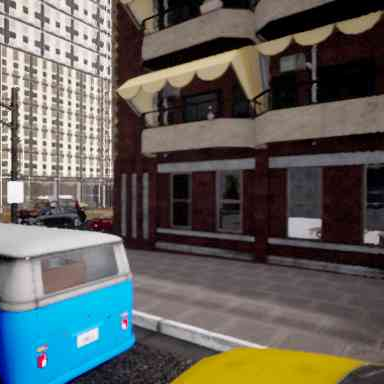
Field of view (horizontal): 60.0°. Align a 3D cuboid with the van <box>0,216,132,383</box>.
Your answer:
[{"bbox_3d":[-2.663,1.391,4.752,3.998,1.788,1.690,-1,0,35],"label":"van"}]

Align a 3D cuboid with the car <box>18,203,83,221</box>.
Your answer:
[{"bbox_3d":[-9.842,1.773,23.529,2.128,1.511,4.902,0,0,36],"label":"car"}]

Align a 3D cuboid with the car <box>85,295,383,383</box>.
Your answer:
[{"bbox_3d":[1.765,1.519,1.603,4.829,1.417,1.752,-1,0,35],"label":"car"}]

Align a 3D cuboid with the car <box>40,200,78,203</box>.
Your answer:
[{"bbox_3d":[-11.127,1.595,26.194,2.192,1.841,5.009,0,0,36],"label":"car"}]

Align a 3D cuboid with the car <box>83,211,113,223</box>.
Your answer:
[{"bbox_3d":[-4.330,1.853,21.292,1.887,1.381,4.507,0,0,36],"label":"car"}]
